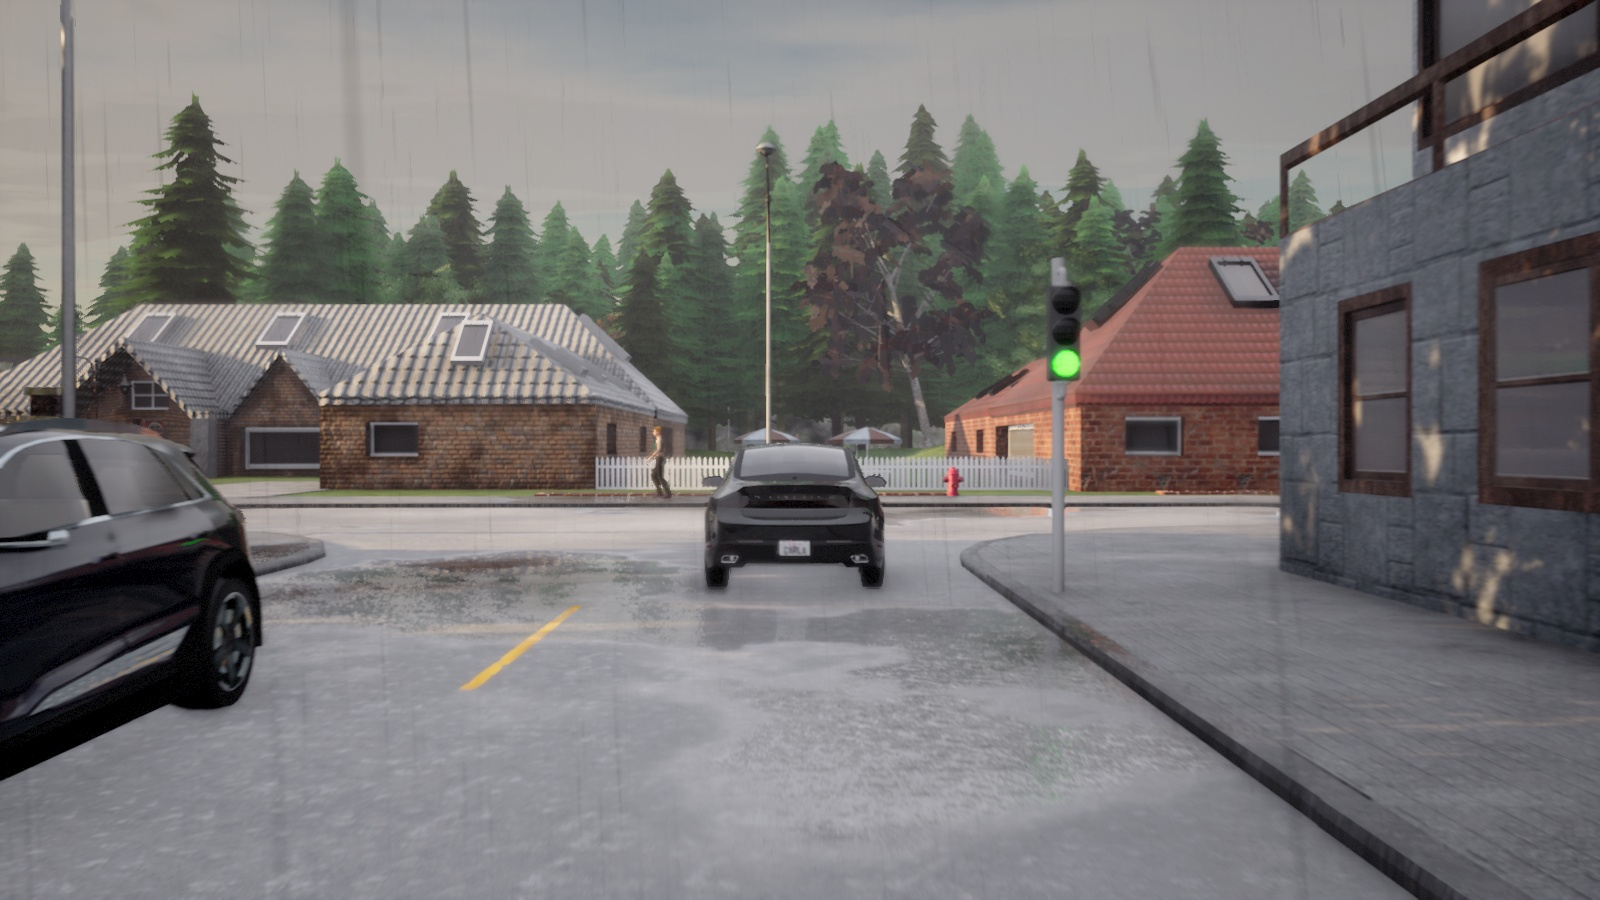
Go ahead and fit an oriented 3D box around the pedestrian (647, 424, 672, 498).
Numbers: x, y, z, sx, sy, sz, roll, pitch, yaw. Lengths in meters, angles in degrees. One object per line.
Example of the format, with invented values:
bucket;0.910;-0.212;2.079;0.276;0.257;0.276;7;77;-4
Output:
pedestrian;-3.521;0.281;31.445;0.594;1.836;0.345;0;0;-1

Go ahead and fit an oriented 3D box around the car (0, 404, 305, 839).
car;-4.091;0.644;5.642;2.033;1.649;4.856;0;0;-3

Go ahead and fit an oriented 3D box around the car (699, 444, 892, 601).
car;-0.062;0.676;14.406;1.837;1.490;4.892;0;0;0
